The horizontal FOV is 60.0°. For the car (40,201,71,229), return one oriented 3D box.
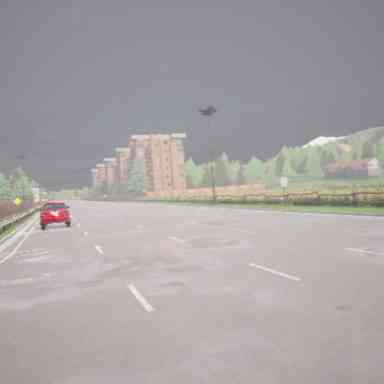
[{"bbox_3d":[-11.453,1.853,27.901,2.150,2.045,5.566,-4,0,-22],"label":"car"}]

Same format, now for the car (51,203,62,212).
[{"bbox_3d":[-26.632,2.963,65.382,1.837,1.490,4.892,-4,0,-22],"label":"car"}]
